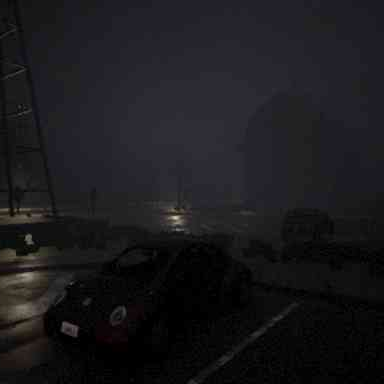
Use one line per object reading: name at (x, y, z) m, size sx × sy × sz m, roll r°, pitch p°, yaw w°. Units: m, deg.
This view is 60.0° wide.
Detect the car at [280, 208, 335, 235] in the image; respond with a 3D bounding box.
car at (5.997, 1.550, 17.102) m, size 1.816 × 1.474 × 4.193 m, roll -1°, pitch 0°, yaw 36°

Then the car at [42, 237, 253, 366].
car at (-0.476, 1.554, 5.920) m, size 1.784 × 1.438 × 3.905 m, roll -1°, pitch 0°, yaw 36°
